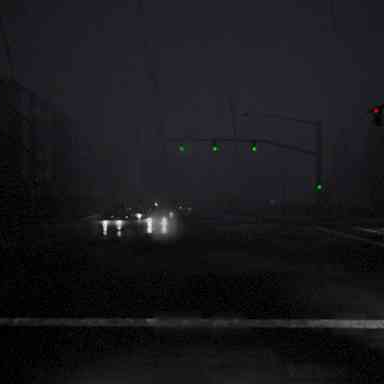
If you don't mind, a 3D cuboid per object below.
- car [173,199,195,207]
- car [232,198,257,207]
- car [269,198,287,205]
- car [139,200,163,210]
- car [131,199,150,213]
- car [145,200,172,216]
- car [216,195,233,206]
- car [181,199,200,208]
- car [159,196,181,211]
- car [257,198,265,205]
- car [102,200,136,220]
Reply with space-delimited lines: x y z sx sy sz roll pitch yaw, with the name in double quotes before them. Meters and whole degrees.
"car" -1.506 2.014 64.218 2.033 1.411 5.357 0 0 26
"car" 9.926 2.058 62.746 1.895 1.301 4.718 0 0 32
"car" 18.817 2.053 72.592 4.674 1.442 1.812 0 -1 -36
"car" -6.180 1.916 50.792 2.033 1.411 5.357 0 0 11
"car" -6.888 1.649 40.877 2.097 1.767 4.553 0 0 1
"car" -3.518 1.861 35.829 1.895 1.301 4.718 0 0 -1
"car" 6.833 1.693 64.760 2.150 2.045 5.566 0 -1 35
"car" -0.288 2.024 58.187 1.895 1.301 4.718 0 0 22
"car" -3.209 1.552 45.529 2.150 2.045 5.566 0 0 5
"car" 13.752 2.071 72.926 5.357 1.411 2.033 0 -1 -39
"car" -6.947 1.776 31.401 2.033 1.411 5.357 0 0 -1
